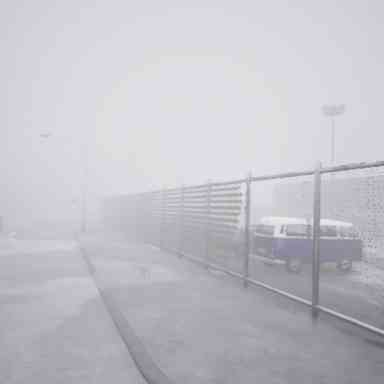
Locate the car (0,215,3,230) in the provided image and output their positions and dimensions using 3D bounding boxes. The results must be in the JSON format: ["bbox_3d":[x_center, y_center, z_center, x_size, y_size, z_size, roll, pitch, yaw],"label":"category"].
[{"bbox_3d":[-15.603,2.202,25.141,1.882,1.535,5.008,3,-3,-22],"label":"car"}]
